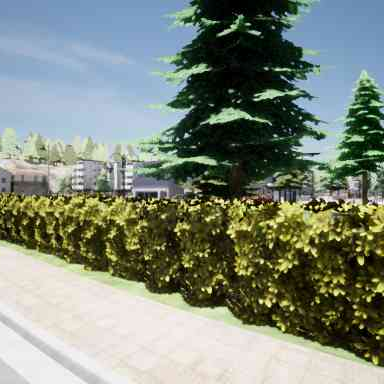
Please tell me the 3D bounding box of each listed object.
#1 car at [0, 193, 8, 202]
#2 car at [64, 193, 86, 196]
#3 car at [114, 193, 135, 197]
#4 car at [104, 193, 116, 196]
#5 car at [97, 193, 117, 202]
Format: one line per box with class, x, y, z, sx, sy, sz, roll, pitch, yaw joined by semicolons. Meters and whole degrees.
car;-41.776;1.097;70.259;1.932;1.855;4.605;0;0;44
car;-27.331;1.153;80.428;2.152;1.636;5.027;0;0;44
car;-10.069;1.384;53.354;1.970;1.475;3.806;0;0;44
car;-15.867;1.097;69.694;1.932;1.855;4.605;0;0;44
car;-18.225;1.077;71.441;1.905;1.878;3.866;0;0;44
